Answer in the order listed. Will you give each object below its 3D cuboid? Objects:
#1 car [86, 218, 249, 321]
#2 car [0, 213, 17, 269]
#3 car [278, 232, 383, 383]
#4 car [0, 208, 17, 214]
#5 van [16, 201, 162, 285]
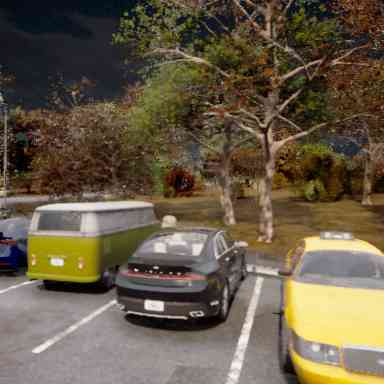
[{"bbox_3d":[0.072,1.485,7.368,2.231,1.521,4.892,0,-1,16],"label":"car"},{"bbox_3d":[-4.710,1.517,10.822,2.163,1.488,4.792,0,-1,15],"label":"car"},{"bbox_3d":[2.426,1.480,5.485,1.946,1.575,5.366,1,-1,16],"label":"car"},{"bbox_3d":[-7.121,1.363,12.476,2.185,1.767,4.553,0,-1,15],"label":"car"},{"bbox_3d":[-2.294,1.261,9.198,1.878,1.987,4.442,0,-1,16],"label":"van"}]
